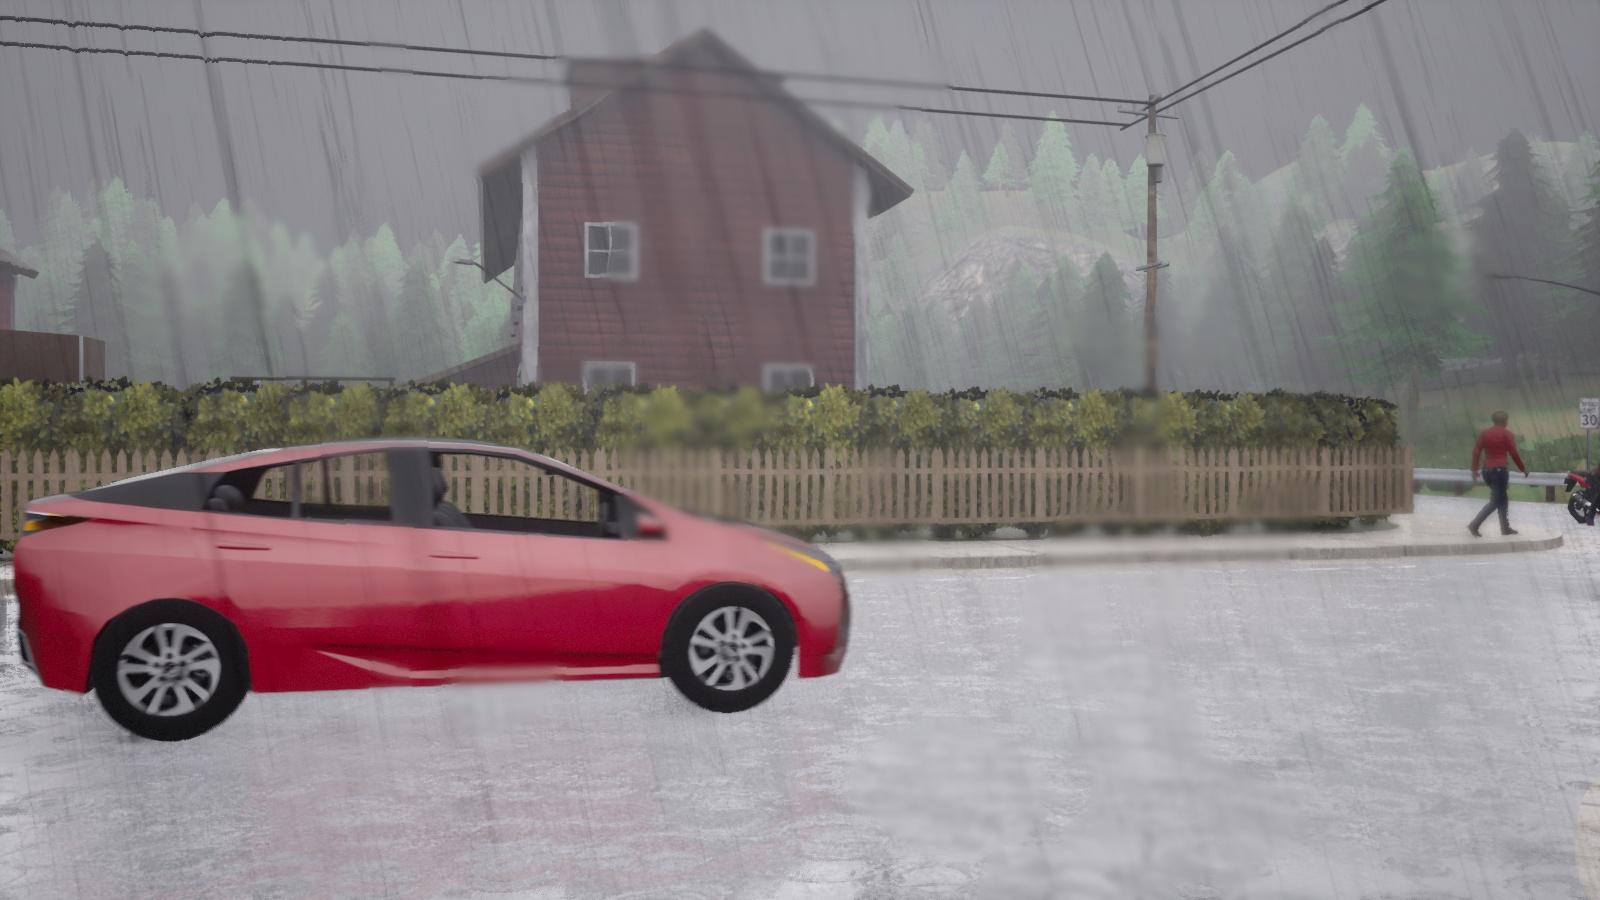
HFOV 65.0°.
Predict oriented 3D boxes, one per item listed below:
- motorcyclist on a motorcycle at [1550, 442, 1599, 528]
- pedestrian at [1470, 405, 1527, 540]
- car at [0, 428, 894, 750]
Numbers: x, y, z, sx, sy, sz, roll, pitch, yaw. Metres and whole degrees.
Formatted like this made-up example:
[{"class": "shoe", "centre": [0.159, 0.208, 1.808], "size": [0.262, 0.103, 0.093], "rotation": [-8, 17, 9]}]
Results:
[{"class": "motorcyclist on a motorcycle", "centre": [14.483, 0.614, 22.301], "size": [0.797, 1.523, 2.044], "rotation": [0, 0, -13]}, {"class": "pedestrian", "centre": [9.730, 0.311, 17.490], "size": [0.636, 1.846, 0.331], "rotation": [0, 0, -17]}, {"class": "car", "centre": [-1.909, 0.650, 7.416], "size": [4.514, 1.525, 2.007], "rotation": [0, 0, -14]}]
